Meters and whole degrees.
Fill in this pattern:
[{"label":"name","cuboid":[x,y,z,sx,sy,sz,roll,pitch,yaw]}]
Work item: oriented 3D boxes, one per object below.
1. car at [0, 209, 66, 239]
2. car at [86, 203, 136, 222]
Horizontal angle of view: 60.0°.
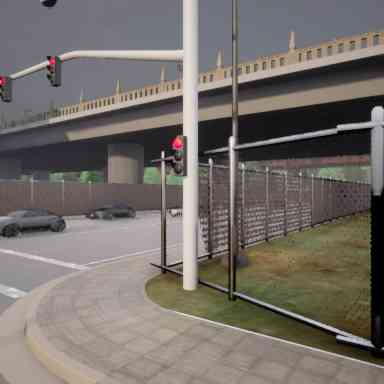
[{"label":"car","cuboid":[-8.967,1.619,17.886,1.994,1.385,4.181,0,0,34]},{"label":"car","cuboid":[-6.596,1.620,27.409,1.994,1.385,4.181,0,0,35]}]
